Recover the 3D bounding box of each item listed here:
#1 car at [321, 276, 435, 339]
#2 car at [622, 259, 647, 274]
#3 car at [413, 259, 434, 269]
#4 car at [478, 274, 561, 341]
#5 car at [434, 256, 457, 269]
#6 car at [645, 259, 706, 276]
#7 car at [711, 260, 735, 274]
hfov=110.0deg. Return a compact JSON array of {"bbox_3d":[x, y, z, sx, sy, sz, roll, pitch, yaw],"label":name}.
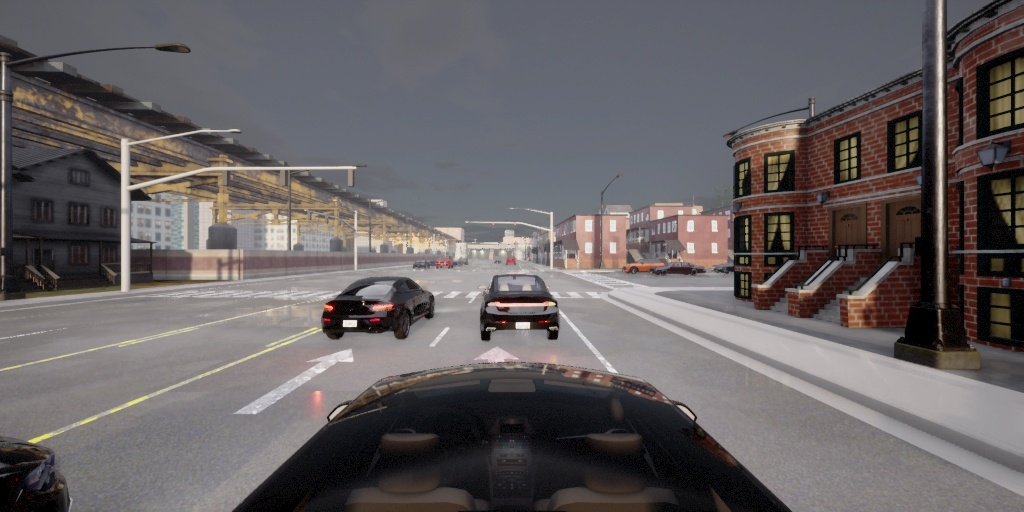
[{"bbox_3d":[-3.450,1.276,9.951,1.812,1.442,4.674,0,0,0],"label":"car"},{"bbox_3d":[14.742,1.102,40.214,4.553,1.767,2.097,0,0,0],"label":"car"},{"bbox_3d":[-14.235,1.314,56.546,1.994,1.385,4.181,0,0,0],"label":"car"},{"bbox_3d":[0.092,1.242,9.918,2.128,1.511,4.902,0,0,-3],"label":"car"},{"bbox_3d":[-10.743,0.971,57.663,2.150,2.045,5.566,0,0,-1],"label":"car"},{"bbox_3d":[16.898,1.297,36.730,5.357,1.411,2.033,0,0,0],"label":"car"},{"bbox_3d":[24.974,1.242,40.244,4.902,1.511,2.128,0,0,0],"label":"car"}]
